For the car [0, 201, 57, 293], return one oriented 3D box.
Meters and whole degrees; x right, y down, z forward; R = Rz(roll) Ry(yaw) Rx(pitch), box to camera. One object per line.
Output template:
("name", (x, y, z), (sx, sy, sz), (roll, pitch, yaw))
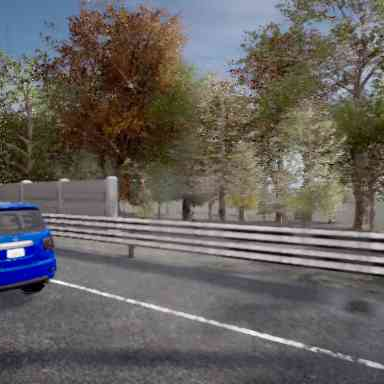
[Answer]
("car", (-5.455, 1.240, 7.741), (5.566, 2.045, 2.150), (0, 0, 36))
